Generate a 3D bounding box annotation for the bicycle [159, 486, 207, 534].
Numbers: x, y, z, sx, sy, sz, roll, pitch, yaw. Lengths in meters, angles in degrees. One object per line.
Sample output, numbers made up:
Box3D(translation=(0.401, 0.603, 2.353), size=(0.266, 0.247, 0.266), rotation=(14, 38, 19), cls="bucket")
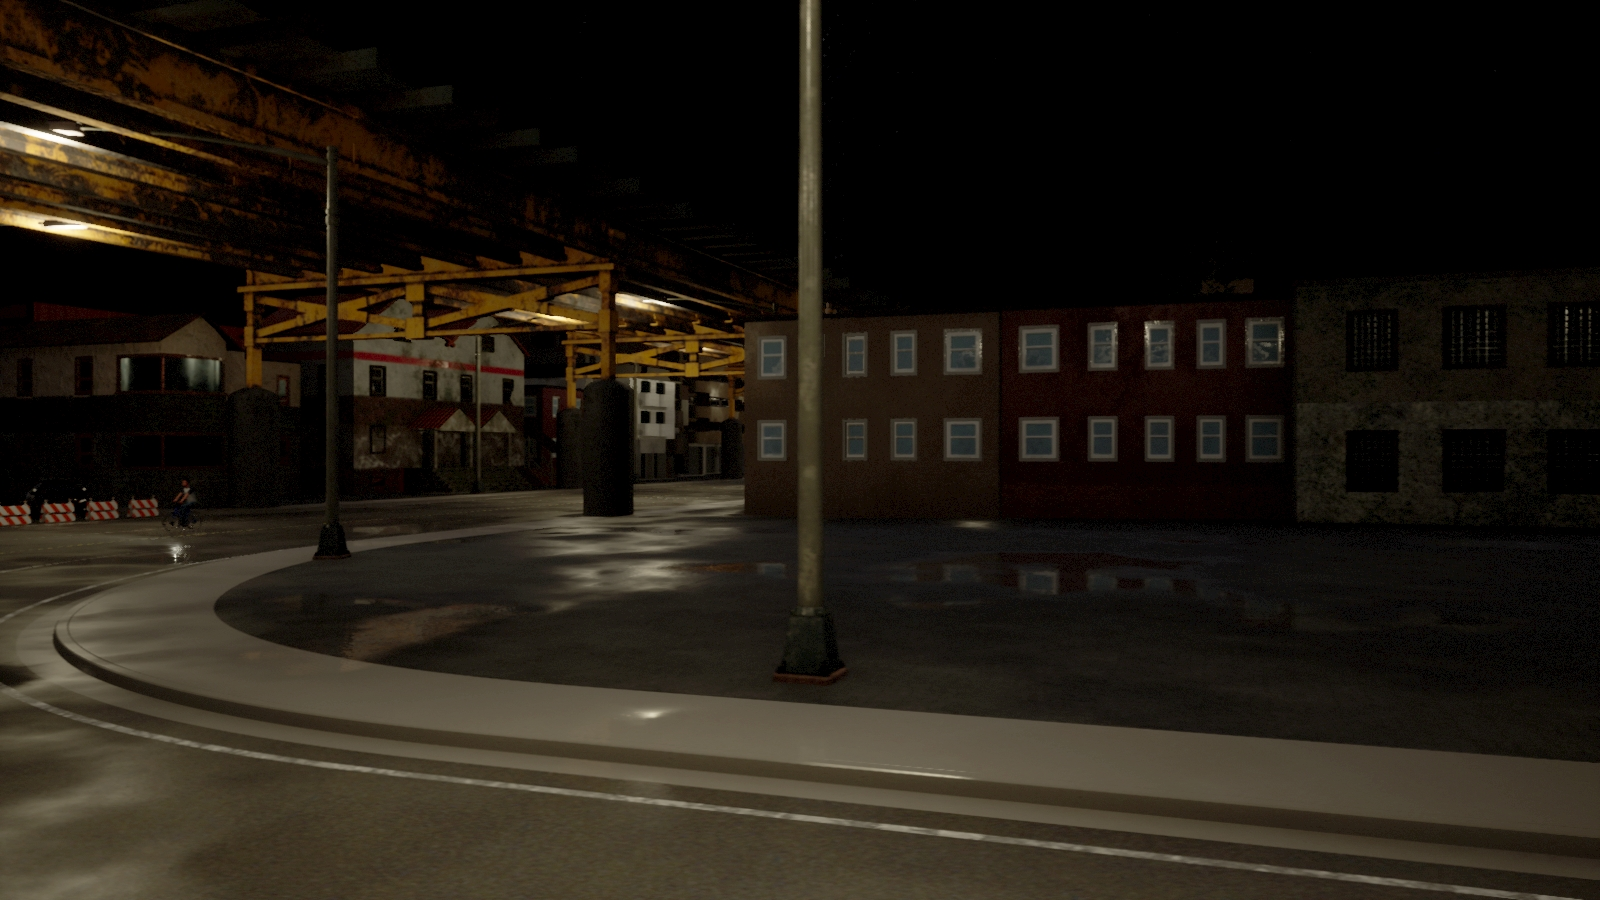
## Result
Box3D(translation=(-21.190, 2.045, 39.277), size=(0.373, 1.521, 1.643), rotation=(0, 0, 17), cls="bicycle")
